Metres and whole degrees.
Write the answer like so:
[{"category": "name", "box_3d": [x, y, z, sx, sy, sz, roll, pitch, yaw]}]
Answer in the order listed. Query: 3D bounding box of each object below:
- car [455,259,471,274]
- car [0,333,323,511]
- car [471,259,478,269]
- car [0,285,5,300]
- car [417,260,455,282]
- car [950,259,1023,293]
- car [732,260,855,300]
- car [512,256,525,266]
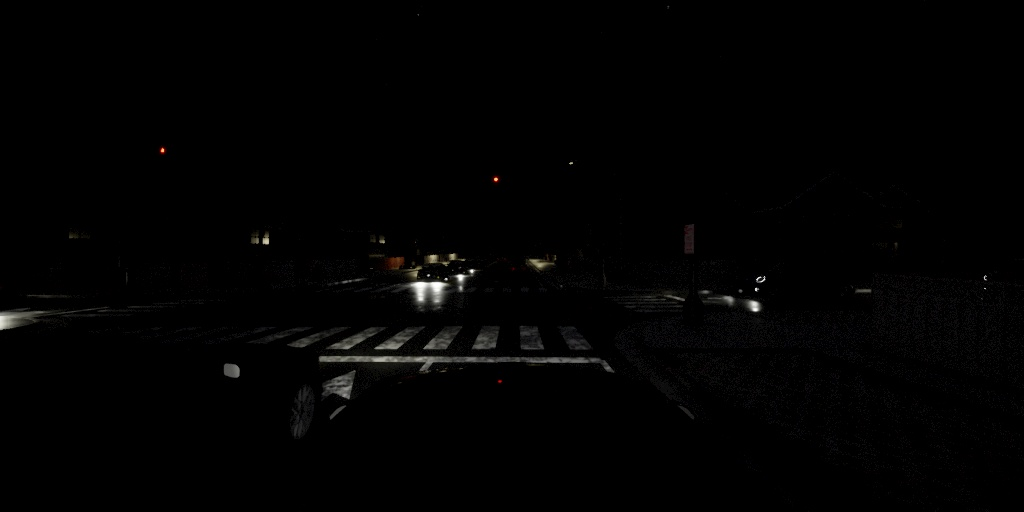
[{"category": "car", "box_3d": [-5.964, 1.166, 38.776, 1.812, 1.442, 4.674, 0, 0, 1]}, {"category": "car", "box_3d": [-3.153, 1.228, 2.192, 1.882, 1.535, 5.008, 0, 0, 1]}, {"category": "car", "box_3d": [-5.767, 1.060, 49.419, 2.033, 1.411, 5.357, 0, 1, 2]}, {"category": "car", "box_3d": [-23.178, 1.141, 13.752, 5.566, 2.045, 2.150, 0, 0, 4]}, {"category": "car", "box_3d": [-6.137, 1.251, 28.484, 1.994, 1.385, 4.181, 0, 0, 1]}, {"category": "car", "box_3d": [22.720, 0.913, 16.451, 4.553, 1.767, 2.097, 0, 0, 0]}, {"category": "car", "box_3d": [12.647, 0.994, 16.349, 4.553, 1.767, 2.097, 0, 0, -1]}, {"category": "car", "box_3d": [1.076, 0.709, 58.497, 2.097, 1.767, 4.553, 0, 1, 1]}]
